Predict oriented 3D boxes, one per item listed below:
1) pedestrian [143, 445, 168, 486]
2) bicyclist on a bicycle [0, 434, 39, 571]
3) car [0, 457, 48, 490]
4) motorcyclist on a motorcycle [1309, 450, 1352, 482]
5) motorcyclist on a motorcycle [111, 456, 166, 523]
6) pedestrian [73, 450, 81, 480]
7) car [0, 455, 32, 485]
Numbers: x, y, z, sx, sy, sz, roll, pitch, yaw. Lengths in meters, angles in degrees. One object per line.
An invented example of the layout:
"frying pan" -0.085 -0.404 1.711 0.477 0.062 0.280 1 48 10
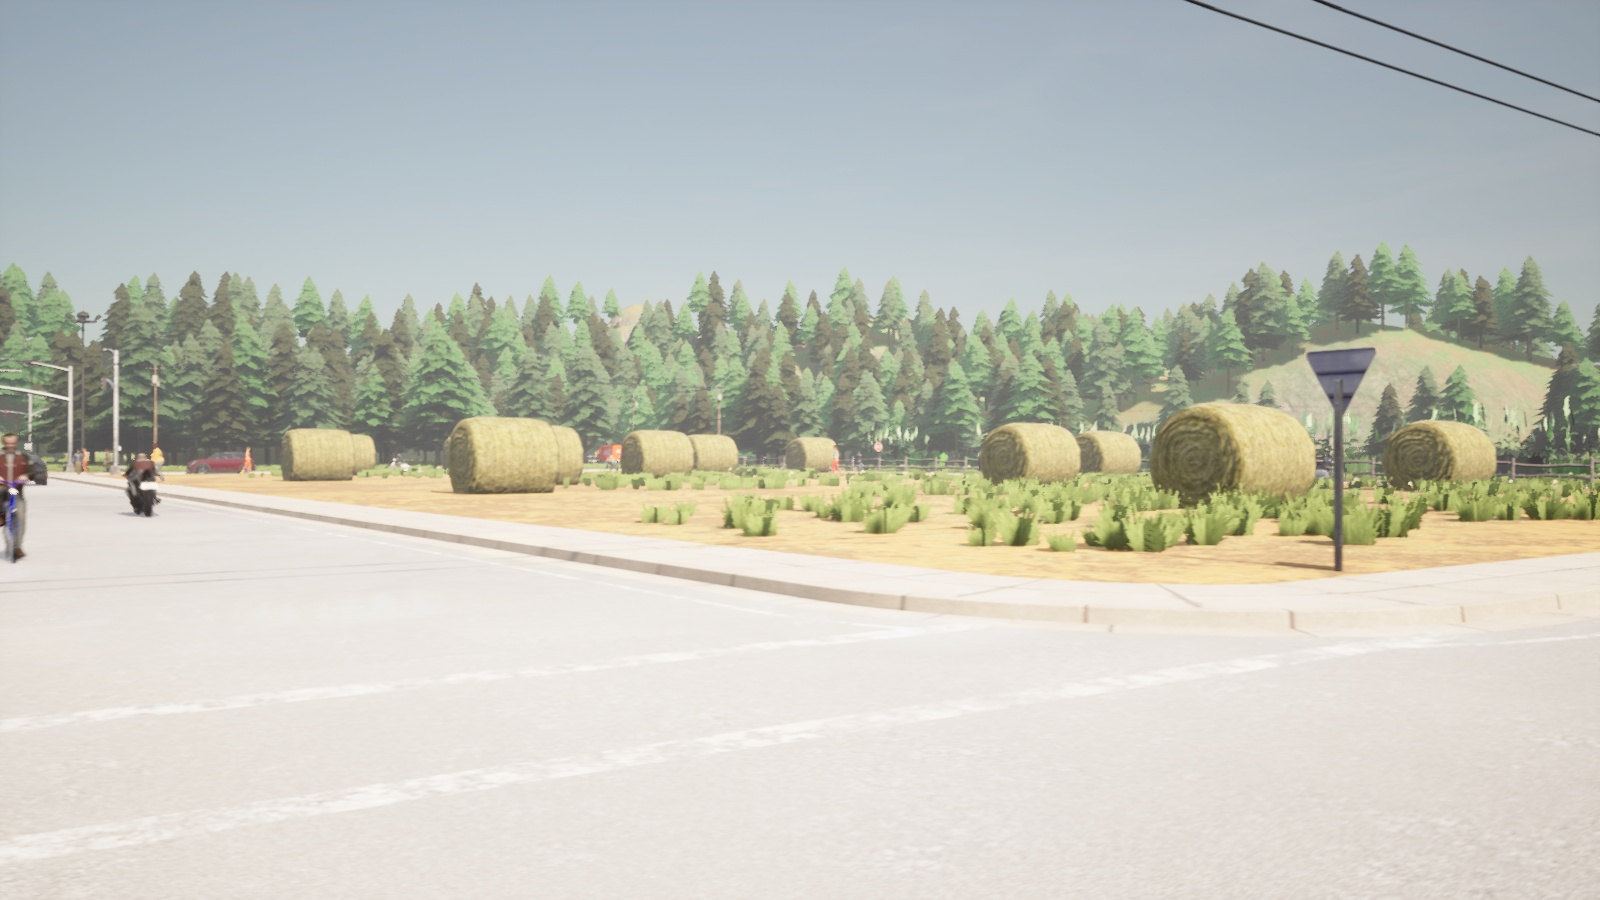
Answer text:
"pedestrian" -29.666 0.692 57.831 0.900 1.855 0.874 0 0 -18
"bicyclist on a bicycle" -10.800 0.691 17.054 0.659 1.776 1.843 0 -1 -36
"car" -36.749 1.067 59.162 1.837 1.490 4.892 0 0 -36
"motorcyclist on a motorcycle" 26.840 0.777 63.510 0.866 1.590 1.817 0 0 -32
"motorcyclist on a motorcycle" -15.864 0.919 30.097 0.866 1.530 2.191 0 0 -36
"pedestrian" -48.508 1.009 84.288 0.423 1.949 0.788 0 0 -26
"car" -42.095 1.050 66.601 2.007 1.525 4.514 0 0 -36
